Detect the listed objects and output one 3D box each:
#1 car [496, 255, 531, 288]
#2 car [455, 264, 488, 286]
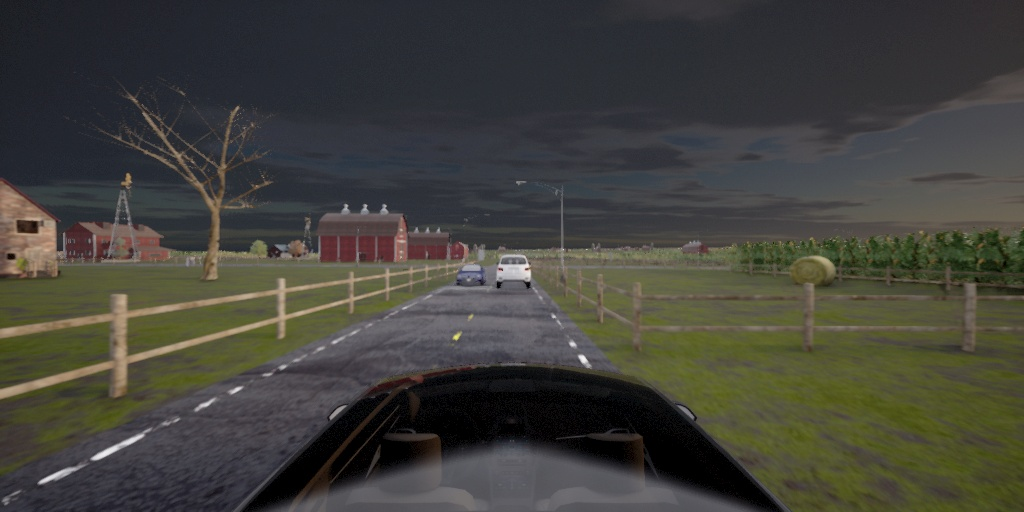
[{"bbox_3d":[0.103,0.991,24.168,2.150,2.045,5.566,0,-1,0],"label":"car"},{"bbox_3d":[-2.832,1.301,25.738,1.812,1.442,4.674,0,0,0],"label":"car"}]
